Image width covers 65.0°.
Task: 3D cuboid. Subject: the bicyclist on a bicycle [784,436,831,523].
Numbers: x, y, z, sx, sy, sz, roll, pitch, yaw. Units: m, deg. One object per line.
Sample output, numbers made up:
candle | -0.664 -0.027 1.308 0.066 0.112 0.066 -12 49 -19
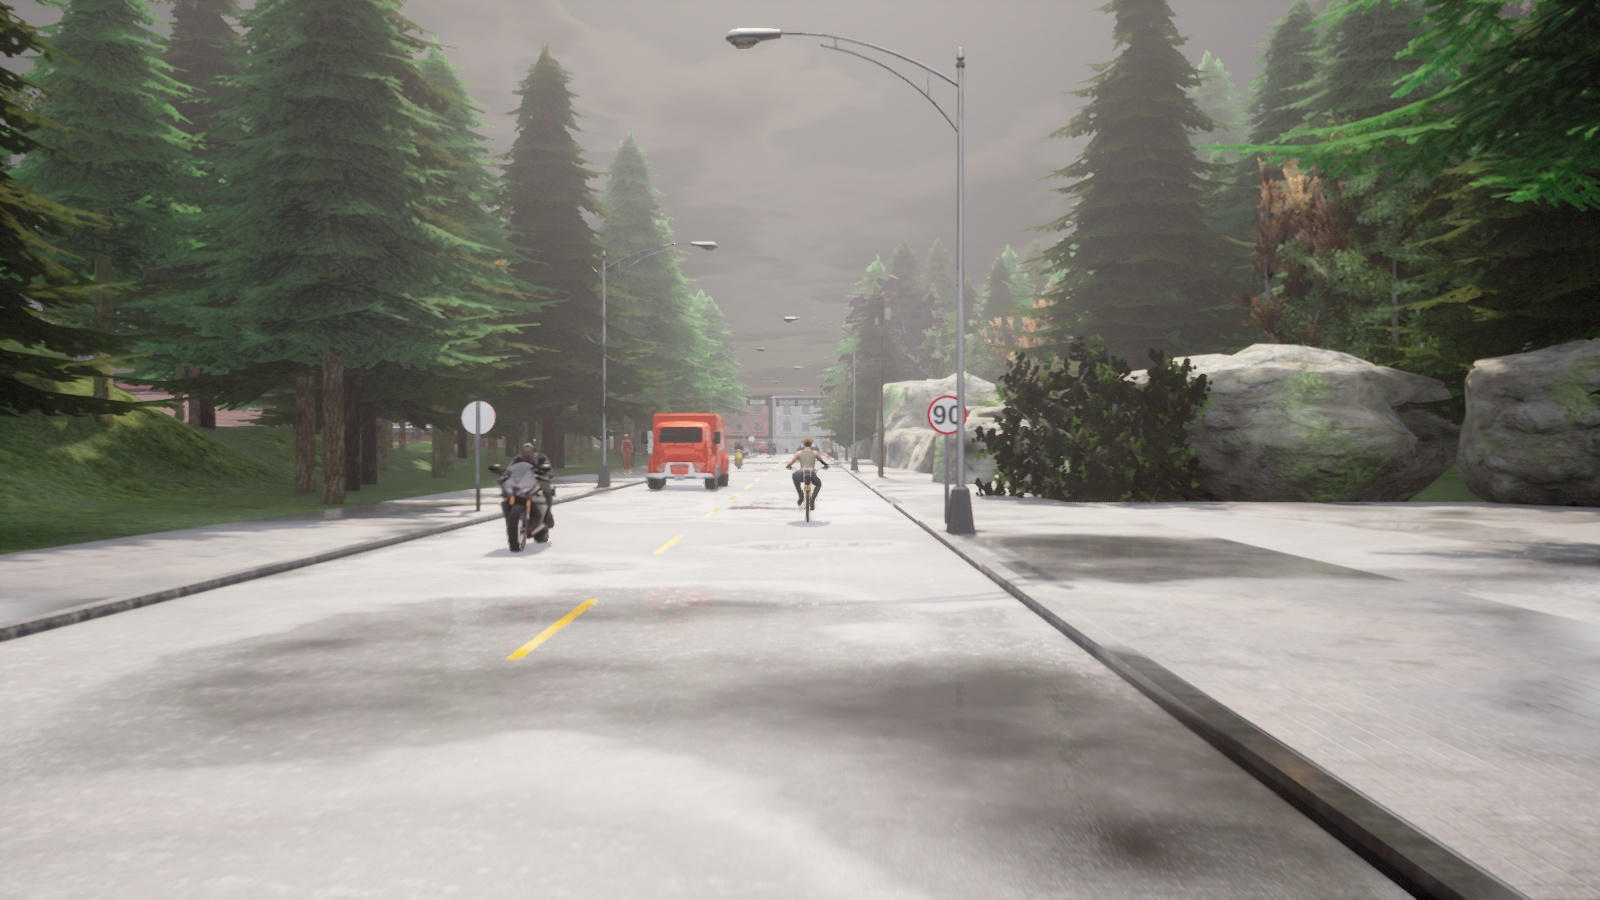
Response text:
bicyclist on a bicycle | 0.148 0.547 24.165 0.866 1.612 1.509 0 0 1

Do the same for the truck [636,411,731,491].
truck | -3.736 0.020 41.375 2.627 2.467 5.204 0 1 0

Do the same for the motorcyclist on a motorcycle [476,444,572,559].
motorcyclist on a motorcycle | -3.884 0.678 17.851 0.866 1.530 2.191 0 0 0

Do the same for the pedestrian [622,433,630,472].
pedestrian | -8.094 0.120 58.434 0.345 1.836 0.594 0 0 -2
